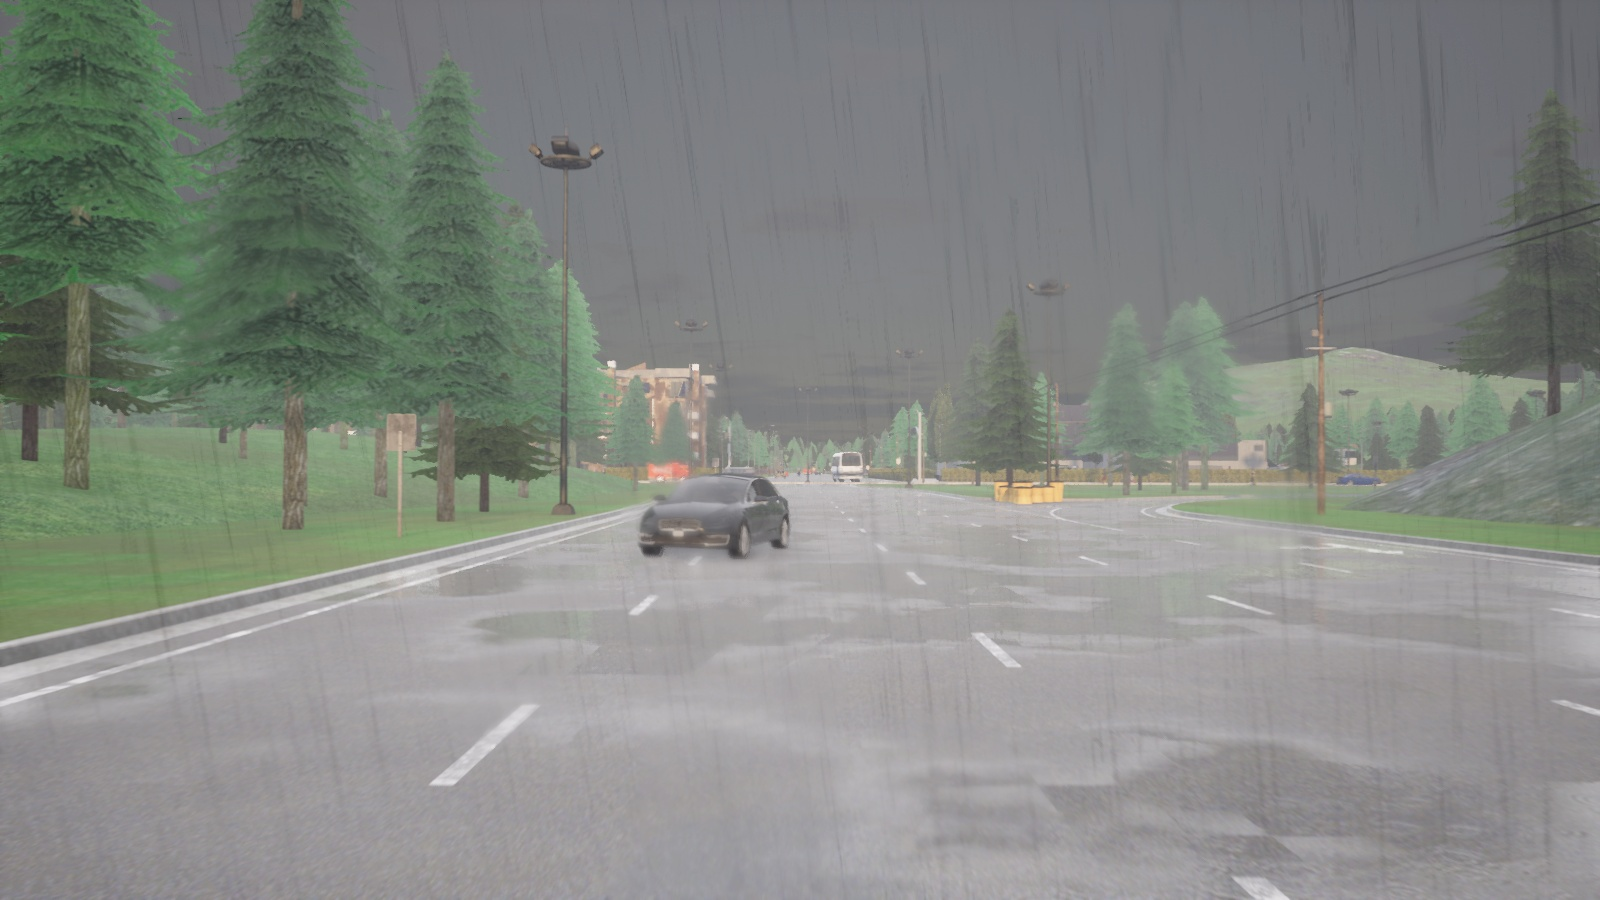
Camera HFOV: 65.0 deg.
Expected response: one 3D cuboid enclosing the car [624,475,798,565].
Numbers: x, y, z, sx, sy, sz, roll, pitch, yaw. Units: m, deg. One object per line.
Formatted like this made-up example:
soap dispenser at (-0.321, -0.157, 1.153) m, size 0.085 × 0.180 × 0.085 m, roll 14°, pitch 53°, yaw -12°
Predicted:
car at (-1.521, 1.220, 23.581) m, size 1.837 × 1.490 × 4.892 m, roll 0°, pitch -1°, yaw 14°
